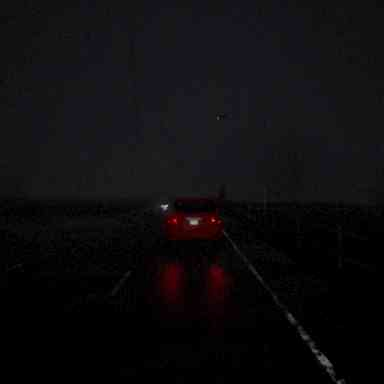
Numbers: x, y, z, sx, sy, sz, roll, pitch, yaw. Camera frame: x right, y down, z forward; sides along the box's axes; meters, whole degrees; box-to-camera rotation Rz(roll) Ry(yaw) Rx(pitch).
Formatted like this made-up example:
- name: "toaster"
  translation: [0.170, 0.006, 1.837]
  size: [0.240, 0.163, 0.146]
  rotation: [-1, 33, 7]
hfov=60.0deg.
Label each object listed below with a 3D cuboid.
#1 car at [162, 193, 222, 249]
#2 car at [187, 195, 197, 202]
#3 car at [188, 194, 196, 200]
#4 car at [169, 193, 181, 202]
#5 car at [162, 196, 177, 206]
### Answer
- name: "car"
  translation: [0.086, 1.186, 14.562]
  size: [2.150, 2.045, 5.566]
  rotation: [0, 0, 0]
- name: "car"
  translation: [0.009, 1.352, 71.554]
  size: [2.128, 1.511, 4.902]
  rotation: [0, 0, 0]
- name: "car"
  translation: [0.011, 1.229, 82.006]
  size: [1.895, 1.301, 4.718]
  rotation: [0, 0, 0]
- name: "car"
  translation: [-3.491, 1.191, 68.847]
  size: [2.097, 1.767, 4.553]
  rotation: [0, 0, 0]
- name: "car"
  translation: [-3.562, 1.438, 53.203]
  size: [1.994, 1.385, 4.181]
  rotation: [0, 0, 0]
